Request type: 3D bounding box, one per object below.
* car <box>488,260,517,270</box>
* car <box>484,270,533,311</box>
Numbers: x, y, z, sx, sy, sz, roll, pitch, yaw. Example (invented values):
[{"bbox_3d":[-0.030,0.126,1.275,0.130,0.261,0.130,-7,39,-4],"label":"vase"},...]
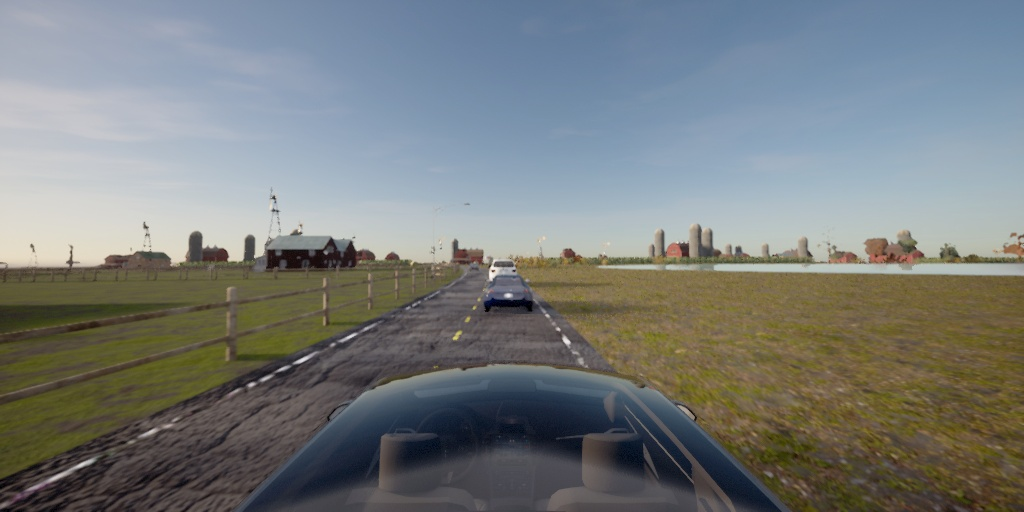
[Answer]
[{"bbox_3d":[-0.763,1.313,29.502,2.150,2.045,5.566,0,0,-3],"label":"car"},{"bbox_3d":[-0.165,1.477,15.471,1.994,1.385,4.181,0,-1,-1],"label":"car"}]
